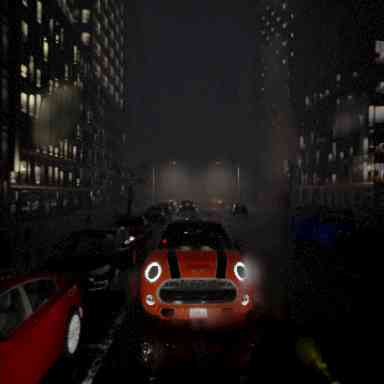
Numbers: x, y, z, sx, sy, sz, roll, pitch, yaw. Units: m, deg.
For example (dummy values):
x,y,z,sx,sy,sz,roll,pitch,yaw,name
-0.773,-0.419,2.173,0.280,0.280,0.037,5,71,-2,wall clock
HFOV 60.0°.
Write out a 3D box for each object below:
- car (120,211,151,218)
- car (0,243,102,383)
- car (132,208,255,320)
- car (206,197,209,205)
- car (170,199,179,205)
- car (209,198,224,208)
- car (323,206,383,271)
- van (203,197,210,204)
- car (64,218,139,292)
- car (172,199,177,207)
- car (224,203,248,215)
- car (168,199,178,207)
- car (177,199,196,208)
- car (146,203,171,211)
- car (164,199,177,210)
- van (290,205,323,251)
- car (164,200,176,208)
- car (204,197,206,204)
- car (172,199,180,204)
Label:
x,y,z,sx,sy,sz,roll,pitch,yaw,name
-2.682,1.725,14.661,1.802,1.307,4.206,0,-1,-1,car
-2.443,1.569,3.298,1.887,1.381,4.507,0,-1,-1,car
0.062,1.436,7.767,2.097,1.767,4.553,0,-1,-1,car
4.624,2.035,65.979,2.192,1.841,5.009,0,-1,-1,car
-3.992,2.360,77.165,1.947,1.339,4.313,0,-1,-1,car
4.743,1.976,60.296,2.192,1.841,5.009,0,-1,-1,car
5.815,1.442,9.157,2.192,1.841,5.009,0,-1,-1,car
4.028,2.354,94.388,1.690,1.788,3.998,0,-1,-1,van
-2.563,1.635,8.980,2.008,1.369,4.403,0,-1,-1,car
-3.396,2.081,48.754,1.802,1.307,4.206,0,-1,-1,car
5.220,1.975,37.565,2.008,1.369,4.403,0,-1,-1,car
-3.750,2.200,65.631,1.752,1.417,4.829,0,-1,-1,car
-0.594,1.814,43.835,2.097,1.767,4.553,0,-1,-1,car
-2.920,1.813,26.026,2.008,1.369,4.403,0,-1,-1,car
-3.516,1.999,54.437,1.967,1.590,4.097,0,-1,-1,car
5.696,1.528,14.839,1.690,1.788,3.998,0,-1,-1,van
-3.158,1.932,37.390,2.008,1.369,4.403,0,-1,-1,car
4.386,2.278,77.341,1.967,1.590,4.097,0,-1,-1,car
-4.230,2.462,88.529,2.008,1.369,4.403,0,-1,-1,car
